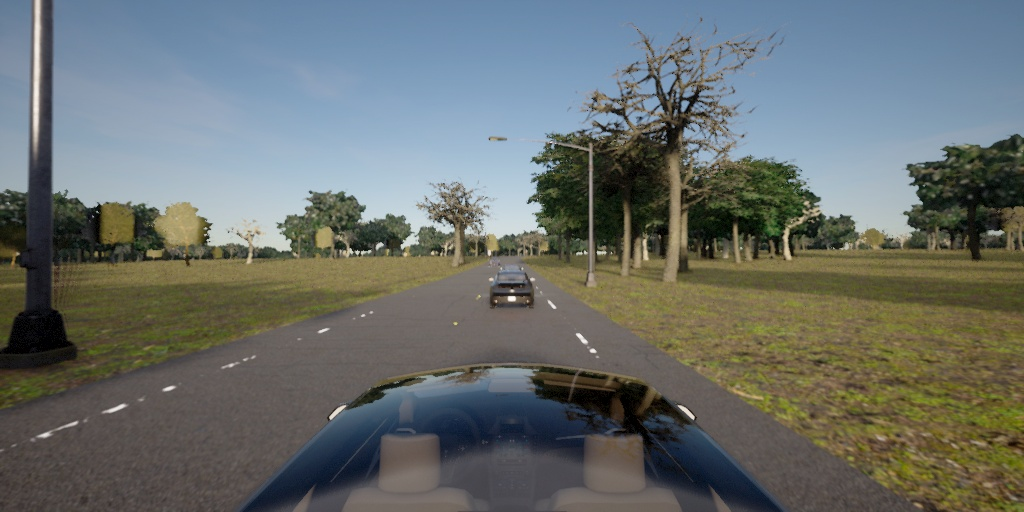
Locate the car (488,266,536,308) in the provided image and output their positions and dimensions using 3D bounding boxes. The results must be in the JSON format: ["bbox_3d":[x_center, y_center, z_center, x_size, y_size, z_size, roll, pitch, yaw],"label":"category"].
[{"bbox_3d":[-0.002,1.395,16.148,1.837,1.490,4.892,0,0,0],"label":"car"}]

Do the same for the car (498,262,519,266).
[{"bbox_3d":[-0.006,1.465,31.328,1.882,1.535,5.008,0,0,0],"label":"car"}]
